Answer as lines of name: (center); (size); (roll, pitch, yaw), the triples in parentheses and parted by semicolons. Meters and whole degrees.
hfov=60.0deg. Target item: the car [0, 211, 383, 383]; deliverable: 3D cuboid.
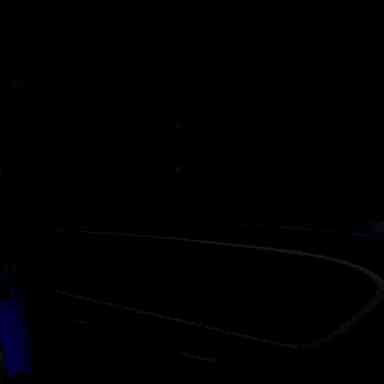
car: (-0.222, 1.228, 3.425); (5.566, 2.045, 2.435); (0, 0, 36)
